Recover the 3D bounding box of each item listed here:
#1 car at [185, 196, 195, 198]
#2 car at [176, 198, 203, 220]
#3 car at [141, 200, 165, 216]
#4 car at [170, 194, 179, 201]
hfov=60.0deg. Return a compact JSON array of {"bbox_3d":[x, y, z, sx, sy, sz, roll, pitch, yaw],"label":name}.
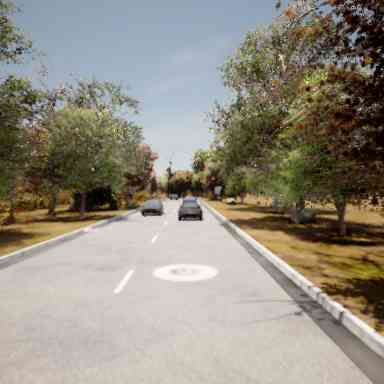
[{"bbox_3d":[-0.272,1.312,43.089,1.882,1.535,5.008,0,1,-1],"label":"car"},{"bbox_3d":[-0.131,1.465,27.336,1.994,1.385,4.181,0,0,-1],"label":"car"},{"bbox_3d":[-3.619,1.442,31.499,2.033,1.411,5.357,0,0,0],"label":"car"},{"bbox_3d":[-3.891,1.132,73.381,2.128,1.511,4.902,0,0,-1],"label":"car"}]
